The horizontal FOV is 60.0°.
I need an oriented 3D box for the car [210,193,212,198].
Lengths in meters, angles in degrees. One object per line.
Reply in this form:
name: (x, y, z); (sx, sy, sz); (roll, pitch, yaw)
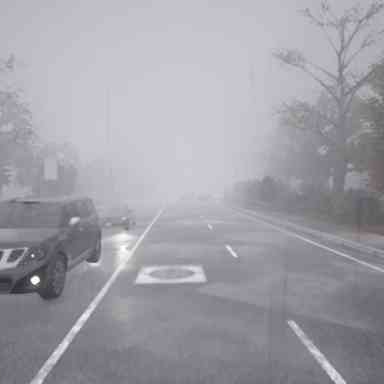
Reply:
car: (3.477, 0.643, 80.385); (2.097, 1.767, 4.553); (-1, 0, 10)

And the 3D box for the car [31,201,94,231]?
car: (-7.890, 1.393, 20.853); (2.033, 1.411, 5.357); (-1, 1, -2)

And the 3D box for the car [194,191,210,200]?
car: (2.152, 0.974, 70.298); (1.895, 1.301, 4.718); (-1, 0, 6)

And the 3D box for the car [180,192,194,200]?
car: (-1.418, 0.959, 69.564); (2.033, 1.411, 5.357); (-1, 0, 6)

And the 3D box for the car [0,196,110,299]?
car: (-3.864, 1.155, 8.560); (2.150, 2.045, 5.566); (-1, 1, -2)

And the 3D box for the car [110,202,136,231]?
car: (-4.317, 1.344, 19.184); (1.812, 1.442, 4.674); (-1, 1, -3)
